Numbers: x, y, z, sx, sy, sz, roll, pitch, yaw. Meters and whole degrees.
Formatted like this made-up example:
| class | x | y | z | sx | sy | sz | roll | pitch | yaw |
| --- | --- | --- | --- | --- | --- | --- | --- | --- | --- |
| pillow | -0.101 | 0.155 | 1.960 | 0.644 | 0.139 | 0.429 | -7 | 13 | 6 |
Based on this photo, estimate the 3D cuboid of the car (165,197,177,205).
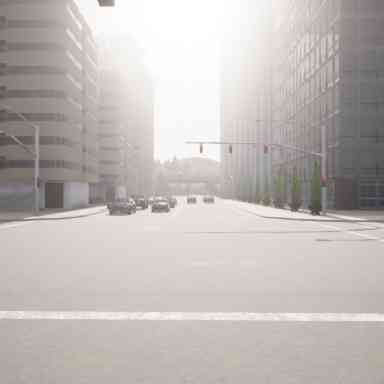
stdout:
| class | x | y | z | sx | sy | sz | roll | pitch | yaw |
| --- | --- | --- | --- | --- | --- | --- | --- | --- | --- |
| car | -3.616 | 1.601 | 57.936 | 1.895 | 1.301 | 4.718 | 0 | 0 | 0 |

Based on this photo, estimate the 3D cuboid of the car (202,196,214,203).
| class | x | y | z | sx | sy | sz | roll | pitch | yaw |
| --- | --- | --- | --- | --- | --- | --- | --- | --- | --- |
| car | 3.458 | 1.505 | 67.522 | 1.837 | 1.490 | 4.892 | 0 | 0 | 0 |

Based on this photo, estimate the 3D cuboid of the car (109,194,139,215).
| class | x | y | z | sx | sy | sz | roll | pitch | yaw |
| --- | --- | --- | --- | --- | --- | --- | --- | --- | --- |
| car | -7.122 | 1.352 | 34.465 | 2.097 | 1.767 | 4.553 | 0 | 0 | 0 |

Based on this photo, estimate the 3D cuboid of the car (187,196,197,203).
| class | x | y | z | sx | sy | sz | roll | pitch | yaw |
| --- | --- | --- | --- | --- | --- | --- | --- | --- | --- |
| car | -0.042 | 1.478 | 66.686 | 1.882 | 1.535 | 5.008 | 0 | 0 | 0 |

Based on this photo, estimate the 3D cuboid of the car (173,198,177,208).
| class | x | y | z | sx | sy | sz | roll | pitch | yaw |
| --- | --- | --- | --- | --- | --- | --- | --- | --- | --- |
| car | -3.627 | 1.352 | 48.167 | 2.097 | 1.767 | 4.553 | 0 | 0 | 0 |

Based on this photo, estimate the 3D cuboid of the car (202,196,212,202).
| class | x | y | z | sx | sy | sz | roll | pitch | yaw |
| --- | --- | --- | --- | --- | --- | --- | --- | --- | --- |
| car | 3.452 | 1.528 | 76.190 | 1.994 | 1.385 | 4.181 | 0 | 0 | 0 |

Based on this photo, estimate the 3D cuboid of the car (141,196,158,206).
| class | x | y | z | sx | sy | sz | roll | pitch | yaw |
| --- | --- | --- | --- | --- | --- | --- | --- | --- | --- |
| car | -7.120 | 1.492 | 56.058 | 2.128 | 1.511 | 4.902 | 0 | 0 | 0 |

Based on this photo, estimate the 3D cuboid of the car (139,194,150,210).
| class | x | y | z | sx | sy | sz | roll | pitch | yaw |
| --- | --- | --- | --- | --- | --- | --- | --- | --- | --- |
| car | -7.126 | 1.221 | 44.054 | 2.150 | 2.045 | 5.566 | 0 | 0 | 0 |

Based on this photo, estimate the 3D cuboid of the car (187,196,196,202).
| class | x | y | z | sx | sy | sz | roll | pitch | yaw |
| --- | --- | --- | --- | --- | --- | --- | --- | --- | --- |
| car | -0.048 | 1.522 | 76.014 | 1.994 | 1.385 | 4.181 | 0 | 0 | 0 |

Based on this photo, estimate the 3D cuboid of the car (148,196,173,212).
| class | x | y | z | sx | sy | sz | roll | pitch | yaw |
| --- | --- | --- | --- | --- | --- | --- | --- | --- | --- |
| car | -3.625 | 1.505 | 38.963 | 1.837 | 1.490 | 4.892 | 0 | 0 | 0 |
